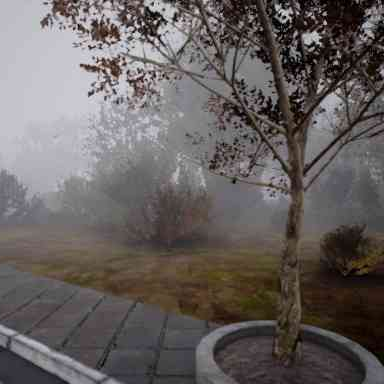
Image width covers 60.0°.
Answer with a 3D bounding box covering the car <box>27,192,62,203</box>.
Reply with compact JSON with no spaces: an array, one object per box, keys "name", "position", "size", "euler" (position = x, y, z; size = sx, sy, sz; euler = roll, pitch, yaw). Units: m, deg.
[{"name":"car","position":[-18.336,0.969,41.833],"size":[2.150,2.045,5.566],"euler":[1,0,32]}]
